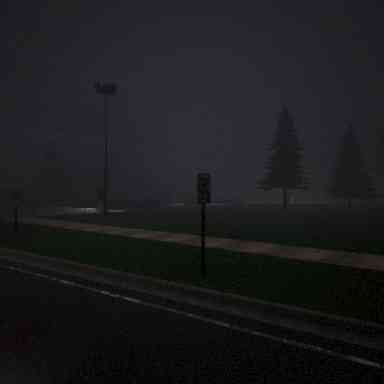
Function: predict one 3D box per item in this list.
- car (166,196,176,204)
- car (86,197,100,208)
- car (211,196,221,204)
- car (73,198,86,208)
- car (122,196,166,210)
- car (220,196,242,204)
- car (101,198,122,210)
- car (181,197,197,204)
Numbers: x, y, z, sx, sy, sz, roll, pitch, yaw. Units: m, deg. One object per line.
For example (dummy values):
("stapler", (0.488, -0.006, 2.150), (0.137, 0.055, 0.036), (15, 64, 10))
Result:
("car", (-5.013, 1.496, 62.373), (1.837, 1.490, 4.892), (0, 0, 35))
("car", (-12.033, 1.555, 46.295), (1.994, 1.385, 4.181), (0, 0, 35))
("car", (5.773, 1.539, 65.500), (2.033, 1.411, 5.357), (0, 0, 35))
("car", (-14.906, 1.516, 48.293), (1.812, 1.442, 4.674), (0, 0, 35))
("car", (-6.074, 1.484, 42.604), (2.128, 1.511, 4.902), (0, 0, 35))
("car", (7.622, 1.557, 62.068), (1.994, 1.385, 4.181), (0, 0, 36))
("car", (-9.239, 1.592, 44.187), (1.895, 1.301, 4.718), (0, 0, 35))
("car", (-0.178, 1.555, 63.143), (1.994, 1.385, 4.181), (0, 0, 36))
